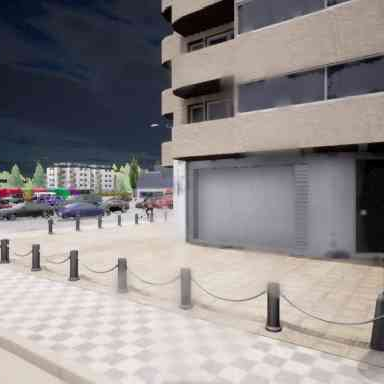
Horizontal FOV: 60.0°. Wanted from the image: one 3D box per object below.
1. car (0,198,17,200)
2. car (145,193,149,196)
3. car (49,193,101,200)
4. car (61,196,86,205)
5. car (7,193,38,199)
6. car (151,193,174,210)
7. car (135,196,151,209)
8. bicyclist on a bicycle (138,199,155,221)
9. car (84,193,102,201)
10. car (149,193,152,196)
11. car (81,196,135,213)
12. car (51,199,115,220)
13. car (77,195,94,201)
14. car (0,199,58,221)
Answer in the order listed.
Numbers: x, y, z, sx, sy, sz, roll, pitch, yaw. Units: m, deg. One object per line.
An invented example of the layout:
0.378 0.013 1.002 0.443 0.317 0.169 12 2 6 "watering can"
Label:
-17.972 1.533 28.334 1.882 1.535 5.008 0 0 35 "car"
-8.515 1.211 71.232 1.905 1.878 3.866 0 0 35 "car"
-12.273 1.277 36.479 2.150 2.045 5.566 0 0 35 "car"
-20.790 1.451 58.514 1.970 1.475 3.806 0 0 35 "car"
-34.653 1.209 68.176 1.932 1.855 4.605 0 0 35 "car"
-2.462 1.279 44.378 2.150 2.045 5.566 0 0 35 "car"
-5.916 1.619 45.549 1.994 1.385 4.181 0 0 35 "car"
-3.281 1.356 24.068 1.656 1.620 0.582 0 0 35 "bicyclist on a bicycle"
-24.576 1.211 82.508 1.905 1.878 3.866 0 0 35 "car"
-6.181 1.209 69.520 1.932 1.855 4.605 0 0 35 "car"
-8.808 1.547 35.325 2.128 1.511 4.902 0 0 35 "car"
-9.160 1.581 28.369 1.812 1.442 4.674 0 0 35 "car"
-26.936 1.451 84.185 1.970 1.475 3.806 0 0 35 "car"
-13.964 1.581 27.923 1.812 1.442 4.674 0 0 35 "car"
